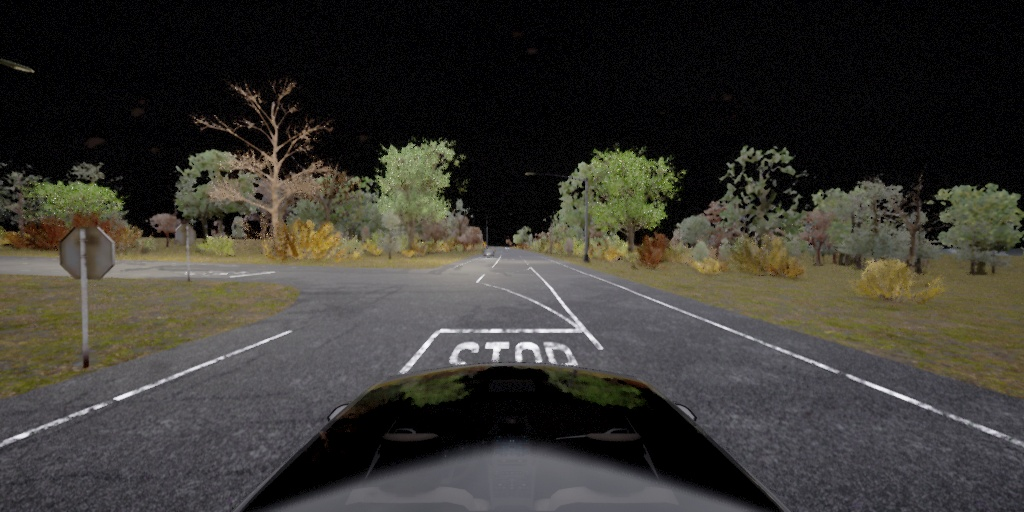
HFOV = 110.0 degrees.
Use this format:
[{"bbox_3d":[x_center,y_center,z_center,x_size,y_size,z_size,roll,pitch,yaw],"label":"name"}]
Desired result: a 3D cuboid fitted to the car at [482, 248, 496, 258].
[{"bbox_3d":[-3.679,-0.464,57.603,2.128,1.511,4.902,0,2,-1],"label":"car"}]
